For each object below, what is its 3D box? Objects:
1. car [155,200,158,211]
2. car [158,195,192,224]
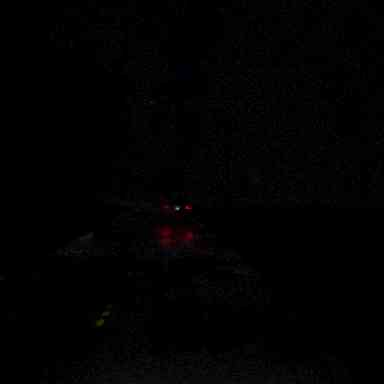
[{"bbox_3d":[-3.685,1.544,42.810,1.882,1.535,5.008,0,0,-10],"label":"car"},{"bbox_3d":[-1.254,1.238,24.926,2.150,2.045,5.566,0,-1,-6],"label":"car"}]
